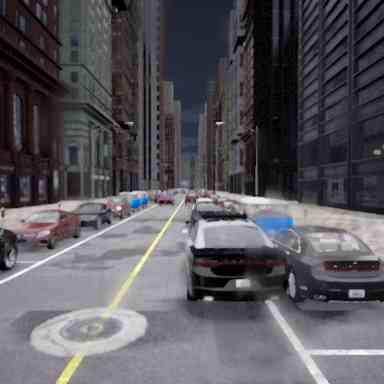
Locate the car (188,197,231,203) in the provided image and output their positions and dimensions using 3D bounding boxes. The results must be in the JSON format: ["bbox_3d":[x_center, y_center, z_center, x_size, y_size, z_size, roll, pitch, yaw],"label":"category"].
[{"bbox_3d":[0.843,1.247,18.135,1.837,1.490,4.892,0,1,0],"label":"car"}]

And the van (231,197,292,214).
[{"bbox_3d":[2.764,1.149,13.384,1.690,1.788,3.998,0,1,0],"label":"van"}]

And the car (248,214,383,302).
[{"bbox_3d":[2.763,1.438,7.751,2.008,1.369,4.403,0,1,0],"label":"car"}]

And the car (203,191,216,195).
[{"bbox_3d":[2.772,0.967,41.565,1.887,1.381,4.507,0,1,0],"label":"car"}]

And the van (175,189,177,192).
[{"bbox_3d":[-5.739,0.109,92.275,1.690,1.788,3.998,0,1,0],"label":"van"}]

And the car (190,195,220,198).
[{"bbox_3d":[0.907,1.185,24.135,1.812,1.442,4.674,0,1,0],"label":"car"}]

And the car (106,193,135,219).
[{"bbox_3d":[-5.757,1.092,24.643,1.967,1.590,4.097,0,1,0],"label":"car"}]

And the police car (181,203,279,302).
[{"bbox_3d":[0.779,1.307,8.219,1.930,1.638,5.238,0,1,-2],"label":"police car"}]

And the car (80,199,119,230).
[{"bbox_3d":[-5.759,1.296,19.009,1.947,1.339,4.313,0,1,0],"label":"car"}]

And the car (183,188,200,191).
[{"bbox_3d":[0.017,0.542,59.175,2.097,1.767,4.553,0,1,0],"label":"car"}]

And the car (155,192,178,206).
[{"bbox_3d":[-3.087,1.034,40.810,1.895,1.301,4.718,0,1,0],"label":"car"}]

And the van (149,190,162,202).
[{"bbox_3d":[-5.750,0.614,52.821,1.690,1.788,3.998,0,1,0],"label":"van"}]

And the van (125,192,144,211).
[{"bbox_3d":[-5.756,0.916,30.278,1.690,1.788,3.998,0,1,0],"label":"van"}]

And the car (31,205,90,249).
[{"bbox_3d":[-5.760,1.390,13.373,1.802,1.307,4.206,0,1,0],"label":"car"}]

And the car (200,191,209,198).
[{"bbox_3d":[2.781,0.504,75.550,1.752,1.417,4.829,0,1,0],"label":"car"}]

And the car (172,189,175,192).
[{"bbox_3d":[-5.742,0.476,81.006,1.947,1.339,4.313,0,1,0],"label":"car"}]

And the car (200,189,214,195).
[{"bbox_3d":[2.775,0.588,52.833,2.192,1.841,5.009,0,1,0],"label":"car"}]

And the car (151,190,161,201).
[{"bbox_3d":[-5.752,0.663,47.185,2.192,1.841,5.009,0,1,0],"label":"car"}]

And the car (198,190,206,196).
[{"bbox_3d":[2.786,0.208,92.286,1.967,1.590,4.097,0,1,0],"label":"car"}]

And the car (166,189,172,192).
[{"bbox_3d":[-5.745,0.598,69.733,1.887,1.381,4.507,0,1,0],"label":"car"}]

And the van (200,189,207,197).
[{"bbox_3d":[2.782,0.251,81.013,1.690,1.788,3.998,0,1,0],"label":"van"}]

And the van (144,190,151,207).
[{"bbox_3d":[-5.755,0.840,35.914,1.690,1.788,3.998,0,1,0],"label":"van"}]

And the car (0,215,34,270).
[{"bbox_3d":[-5.762,1.454,7.736,1.947,1.339,4.313,0,1,0],"label":"car"}]

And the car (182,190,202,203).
[{"bbox_3d":[0.025,0.846,45.633,1.882,1.535,5.008,0,1,0],"label":"car"}]

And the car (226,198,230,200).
[{"bbox_3d":[2.766,1.280,19.023,2.008,1.369,4.403,0,1,0],"label":"car"}]
